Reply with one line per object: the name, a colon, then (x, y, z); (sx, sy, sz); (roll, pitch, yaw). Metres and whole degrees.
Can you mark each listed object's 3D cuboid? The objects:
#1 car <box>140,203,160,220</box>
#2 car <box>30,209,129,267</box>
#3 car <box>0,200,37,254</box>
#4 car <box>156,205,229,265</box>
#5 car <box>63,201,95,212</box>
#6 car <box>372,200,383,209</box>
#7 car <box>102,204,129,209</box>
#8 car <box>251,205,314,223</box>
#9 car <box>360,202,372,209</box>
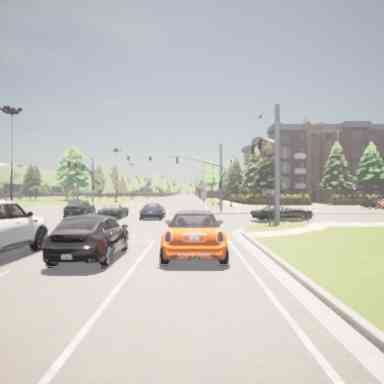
car: (-3.464, 1.670, 29.799); (1.994, 1.385, 4.181); (0, 0, 0)
car: (-3.433, 1.546, 11.524); (1.837, 1.490, 4.892); (0, 0, 0)
car: (-6.929, 1.262, 11.188); (2.150, 2.045, 5.566); (0, 0, 1)
car: (0.070, 1.396, 11.932); (2.097, 1.767, 4.553); (0, 0, 0)
car: (-10.465, 1.616, 31.201); (1.837, 1.490, 4.892); (0, 0, 0)
car: (27.662, 1.513, 45.336); (4.553, 1.767, 2.097); (0, 0, 0)
car: (-6.962, 1.708, 30.103); (1.895, 1.301, 4.718); (0, 0, 0)
car: (7.227, 1.695, 26.547); (4.718, 1.301, 1.895); (0, 0, -14)
car: (27.338, 1.773, 48.824); (4.718, 1.301, 1.895); (0, 0, 0)
